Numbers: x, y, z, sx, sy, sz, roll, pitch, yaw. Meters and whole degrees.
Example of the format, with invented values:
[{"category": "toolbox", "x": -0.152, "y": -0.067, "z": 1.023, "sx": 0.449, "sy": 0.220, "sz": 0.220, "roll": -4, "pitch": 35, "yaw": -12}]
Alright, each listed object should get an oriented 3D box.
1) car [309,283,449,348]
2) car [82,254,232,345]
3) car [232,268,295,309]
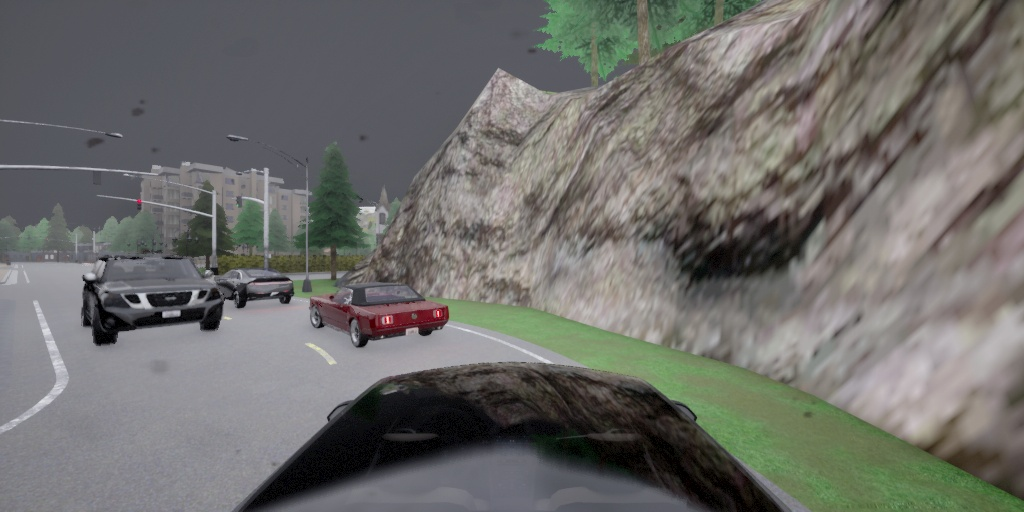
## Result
[{"category": "car", "x": -3.713, "y": 1.351, "z": 9.393, "sx": 1.895, "sy": 1.301, "sz": 4.718, "roll": 0, "pitch": 0, "yaw": -44}, {"category": "car", "x": -10.007, "y": 0.971, "z": 9.866, "sx": 5.566, "sy": 2.045, "sz": 2.150, "roll": 0, "pitch": 0, "yaw": 37}, {"category": "car", "x": -11.016, "y": 1.242, "z": 15.103, "sx": 4.902, "sy": 1.511, "sz": 2.128, "roll": 0, "pitch": 0, "yaw": 36}]
